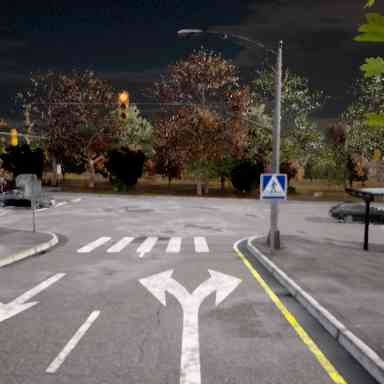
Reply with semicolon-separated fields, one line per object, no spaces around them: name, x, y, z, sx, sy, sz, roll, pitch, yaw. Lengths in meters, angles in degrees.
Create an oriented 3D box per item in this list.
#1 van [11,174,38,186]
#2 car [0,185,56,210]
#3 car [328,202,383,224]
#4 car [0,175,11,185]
van;-20.465;-1.211;41.146;1.878;1.987;4.442;1;5;-14
car;-13.646;0.574;27.133;4.902;1.511;2.128;2;5;5
car;13.130;1.607;25.637;4.892;1.490;1.837;3;5;2
car;-23.436;-1.237;41.531;2.185;1.767;4.553;0;5;-14
